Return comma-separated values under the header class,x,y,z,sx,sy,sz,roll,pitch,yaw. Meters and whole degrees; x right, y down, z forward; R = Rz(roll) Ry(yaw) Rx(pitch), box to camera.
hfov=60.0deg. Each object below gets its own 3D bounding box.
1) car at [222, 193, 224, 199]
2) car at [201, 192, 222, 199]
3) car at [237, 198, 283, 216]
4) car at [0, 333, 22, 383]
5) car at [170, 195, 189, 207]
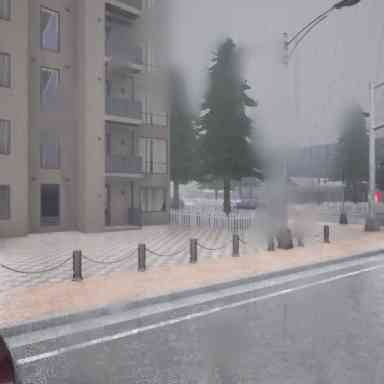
class,x,y,z,sx,sy,sz,roll,pitch,yaw
car,7.474,1.090,94.722,1.905,1.878,3.866,0,0,-37
car,5.388,1.111,92.658,1.932,1.855,4.605,0,0,-37
car,6.396,1.368,31.525,2.097,1.767,4.553,0,0,-37
car,-3.181,1.564,1.719,4.181,1.385,1.994,0,0,-35
car,-3.260,1.562,50.377,2.033,1.411,5.357,0,0,-37
